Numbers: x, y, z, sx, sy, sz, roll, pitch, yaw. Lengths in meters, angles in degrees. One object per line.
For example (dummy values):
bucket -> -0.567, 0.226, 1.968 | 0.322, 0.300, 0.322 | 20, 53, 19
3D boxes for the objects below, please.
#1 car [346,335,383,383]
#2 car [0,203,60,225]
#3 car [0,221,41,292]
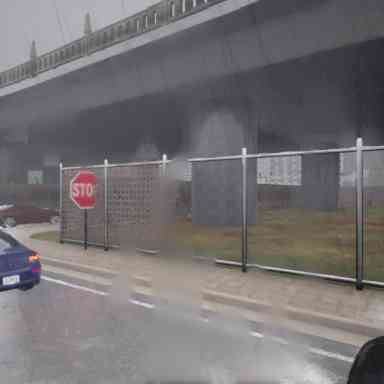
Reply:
car -> 3.021, 1.563, 1.788 | 4.181, 1.385, 1.994 | 0, 0, 35
car -> -10.936, 1.477, 21.702 | 1.882, 1.535, 5.008 | -1, 0, 34
car -> -5.343, 1.526, 7.725 | 4.674, 1.442, 1.812 | 0, 0, 35
